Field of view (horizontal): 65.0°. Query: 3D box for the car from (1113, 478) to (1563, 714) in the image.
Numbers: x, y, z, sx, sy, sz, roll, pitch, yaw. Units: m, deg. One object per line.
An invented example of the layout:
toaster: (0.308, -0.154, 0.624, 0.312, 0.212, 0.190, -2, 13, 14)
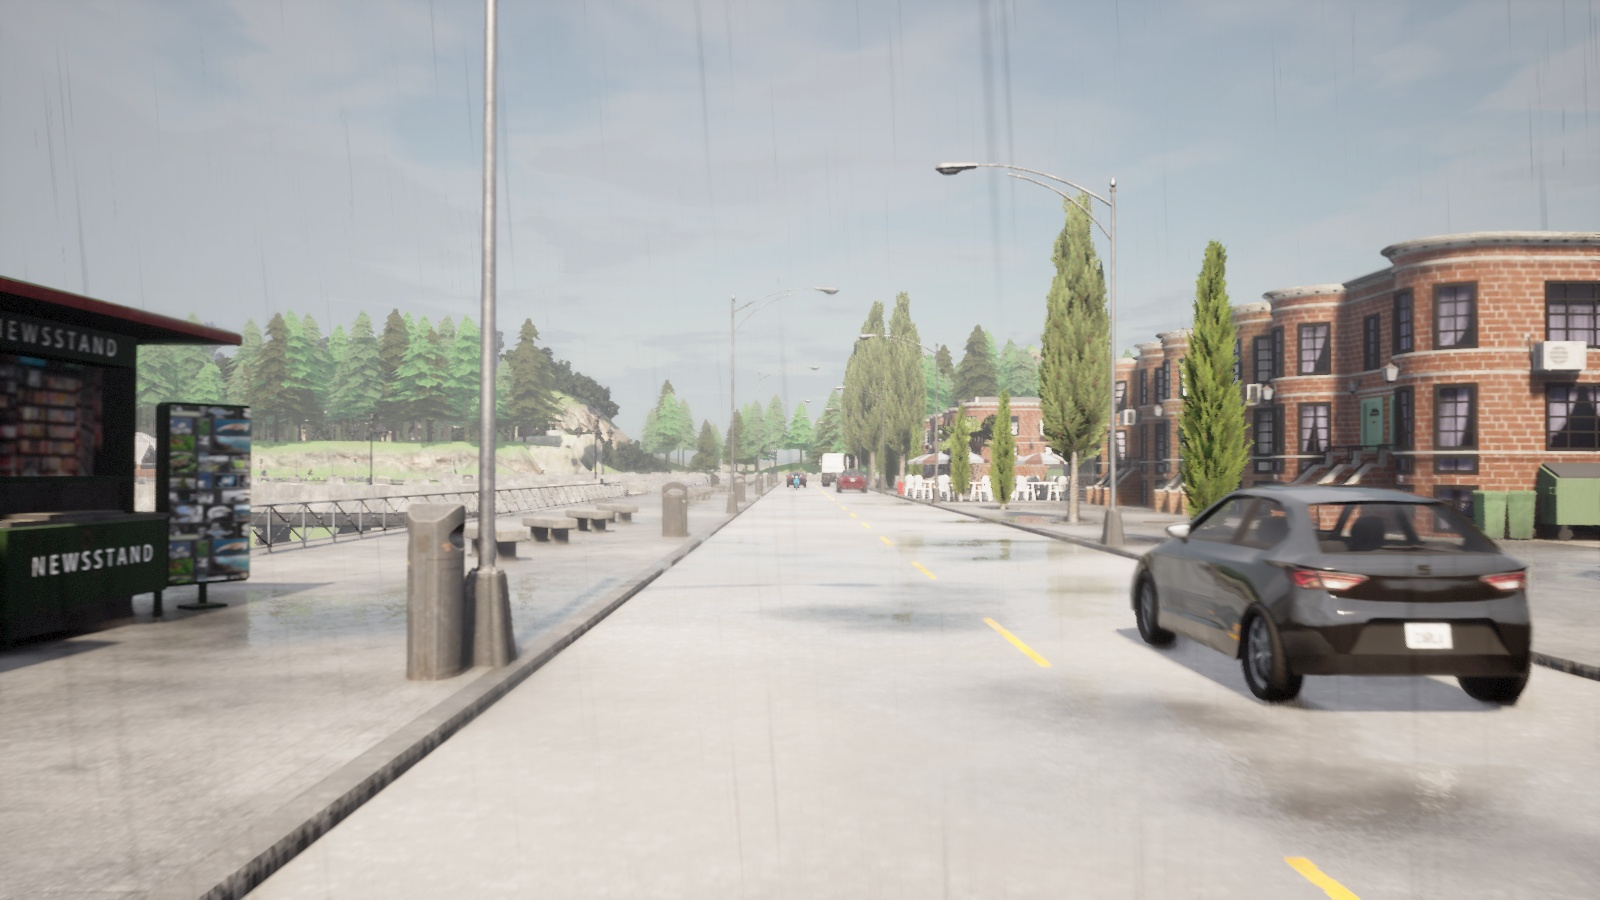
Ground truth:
car: (3.973, 0.982, 10.153, 1.816, 1.474, 4.193, 0, -1, 0)

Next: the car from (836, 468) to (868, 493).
car: (3.761, 2.191, 91.586, 2.097, 1.767, 4.553, 0, -1, 0)
